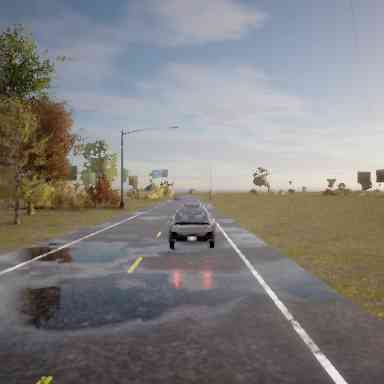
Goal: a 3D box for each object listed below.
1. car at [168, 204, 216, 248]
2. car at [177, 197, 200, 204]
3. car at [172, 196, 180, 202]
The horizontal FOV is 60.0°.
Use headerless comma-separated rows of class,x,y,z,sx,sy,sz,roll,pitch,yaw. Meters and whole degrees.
car,0.000,1.493,14.650,2.128,1.511,4.902,0,0,0
car,0.000,1.492,29.650,2.128,1.511,4.902,0,0,0
car,-3.500,1.529,76.738,2.033,1.411,5.357,0,0,0
